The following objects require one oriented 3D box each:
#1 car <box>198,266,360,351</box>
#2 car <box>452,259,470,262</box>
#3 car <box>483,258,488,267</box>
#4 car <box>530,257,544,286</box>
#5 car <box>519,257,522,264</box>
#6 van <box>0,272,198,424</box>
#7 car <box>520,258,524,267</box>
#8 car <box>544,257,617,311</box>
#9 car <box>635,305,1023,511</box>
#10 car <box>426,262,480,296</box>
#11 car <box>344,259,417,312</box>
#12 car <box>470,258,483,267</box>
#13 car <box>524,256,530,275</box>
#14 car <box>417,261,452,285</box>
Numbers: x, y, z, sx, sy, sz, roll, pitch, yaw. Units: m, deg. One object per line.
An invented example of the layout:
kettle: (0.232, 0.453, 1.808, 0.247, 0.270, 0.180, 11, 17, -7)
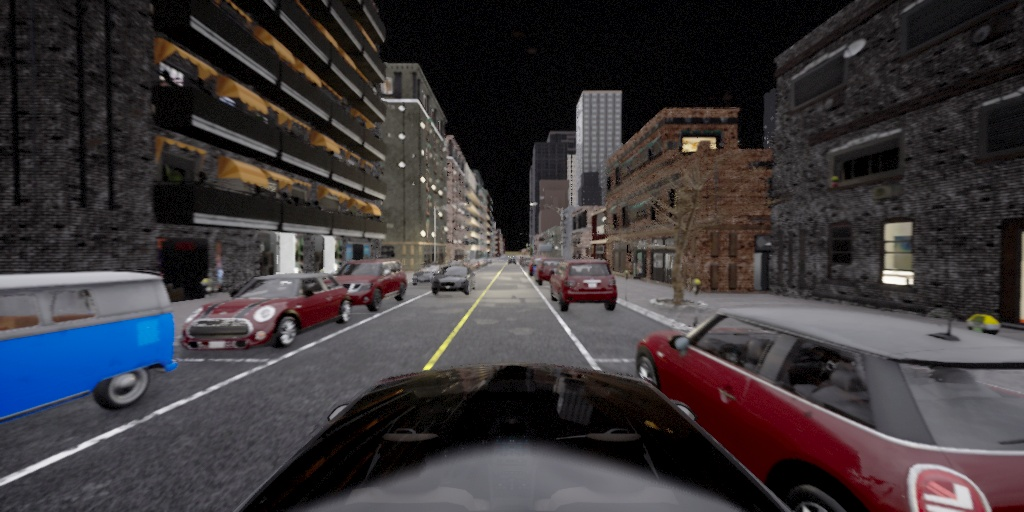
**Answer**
car: (-5.690, 1.182, 8.904, 1.967, 1.591, 4.097, 0, 0, 0)
car: (-5.686, 1.162, 35.940, 1.967, 1.591, 4.097, 0, 0, 0)
car: (-5.680, 1.223, 62.416, 1.751, 1.417, 4.829, 0, 0, 0)
car: (2.693, 1.049, 25.117, 2.192, 1.841, 5.009, 0, 0, 0)
car: (2.668, 1.267, 62.634, 1.948, 1.339, 4.313, 0, 0, 0)
van: (-5.692, 1.087, 3.497, 1.690, 1.789, 3.998, 0, 0, 0)
car: (2.700, 1.266, 57.062, 2.007, 1.370, 4.403, 0, 0, 0)
car: (2.691, 1.057, 14.303, 2.192, 1.841, 5.009, 0, 0, 0)
car: (2.689, 1.190, 3.488, 1.967, 1.591, 4.097, 0, 0, 0)
car: (-3.031, 1.243, 19.453, 1.837, 1.490, 4.892, 0, 0, 1)
car: (-5.690, 1.053, 14.312, 2.192, 1.841, 5.009, 0, 0, 0)
car: (-5.682, 1.148, 52.162, 1.967, 1.591, 4.097, 0, 0, 0)
car: (2.695, 1.040, 35.932, 2.192, 1.841, 5.009, 0, 0, 0)
car: (-5.688, 1.281, 25.126, 2.007, 1.370, 4.403, 0, 0, 0)
